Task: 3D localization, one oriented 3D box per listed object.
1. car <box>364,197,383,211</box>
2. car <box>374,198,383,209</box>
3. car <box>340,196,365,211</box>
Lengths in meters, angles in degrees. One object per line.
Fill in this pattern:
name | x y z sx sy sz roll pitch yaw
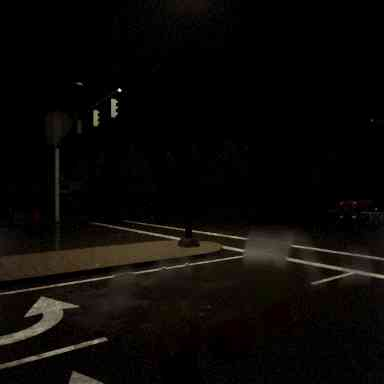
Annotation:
car | 22.854 1.547 38.891 5.357 1.411 2.033 0 0 -35
car | 27.515 1.564 46.489 4.181 1.385 1.994 0 0 -36
car | 20.442 1.352 41.424 4.553 1.767 2.097 0 0 -36
